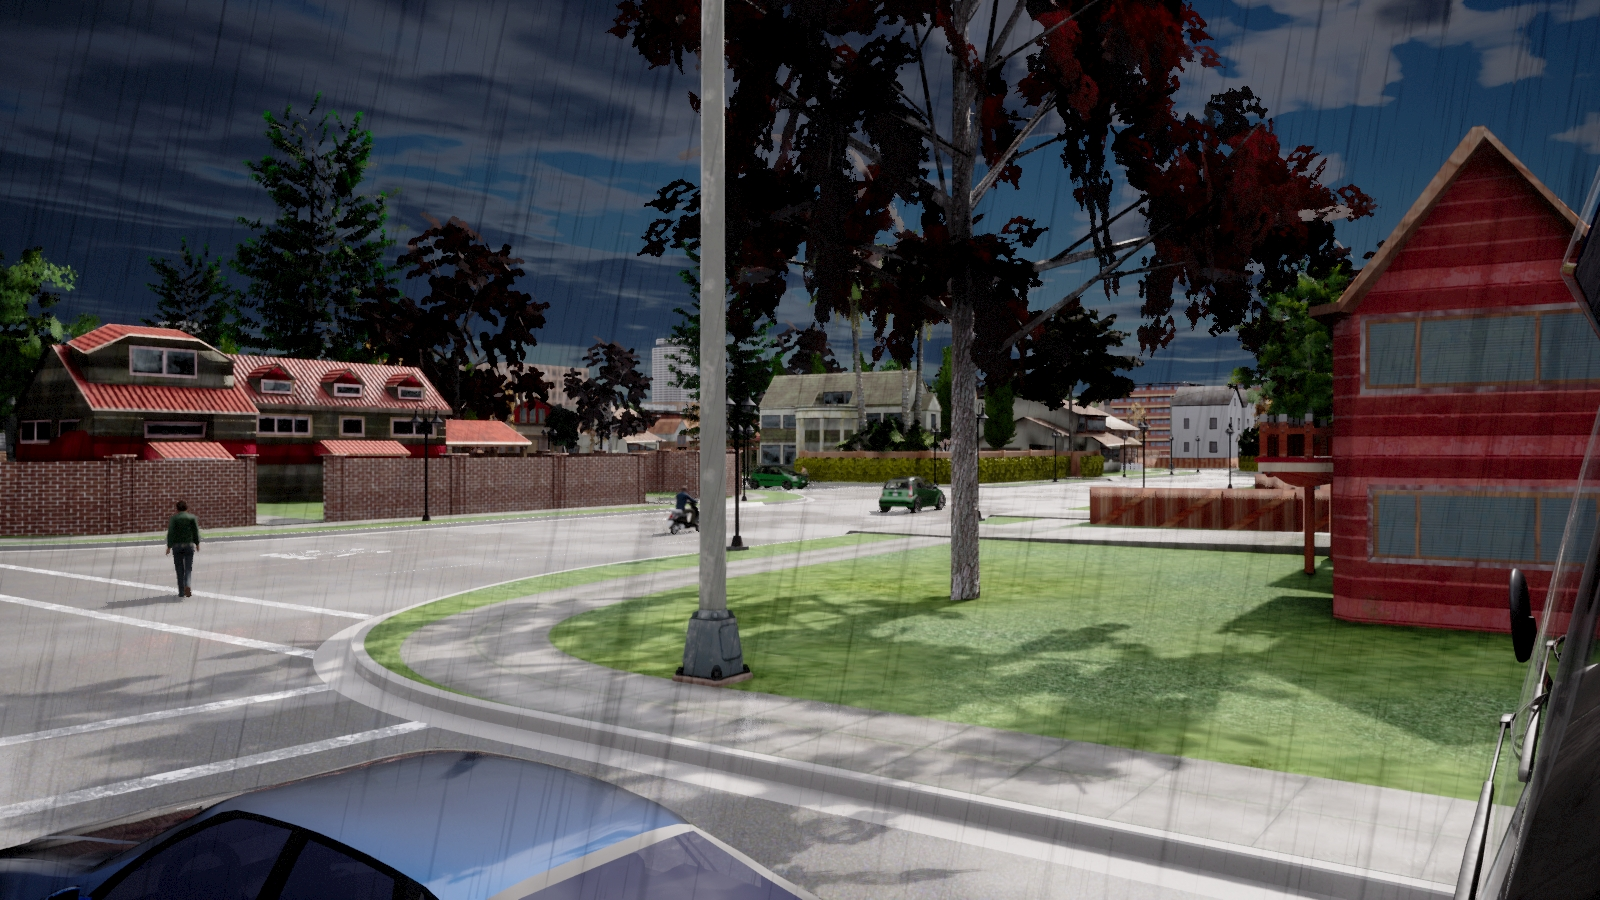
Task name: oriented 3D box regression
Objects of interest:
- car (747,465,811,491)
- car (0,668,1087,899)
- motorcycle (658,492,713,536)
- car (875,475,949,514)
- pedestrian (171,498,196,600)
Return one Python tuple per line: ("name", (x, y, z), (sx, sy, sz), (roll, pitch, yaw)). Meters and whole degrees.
("car", (-1.434, 1.852, 76.821), (3.988, 1.617, 1.851), (0, 0, 34))
("car", (-1.713, 2.106, 4.943), (5.357, 1.411, 2.033), (0, 0, 36))
("motorcycle", (-3.827, 2.129, 38.284), (0.856, 1.341, 1.805), (0, 0, 34))
("car", (5.150, 1.999, 52.032), (1.851, 1.617, 3.988), (0, 0, 30))
("pedestrian", (-11.567, 1.848, 21.426), (0.375, 1.860, 0.375), (0, 0, -34))
